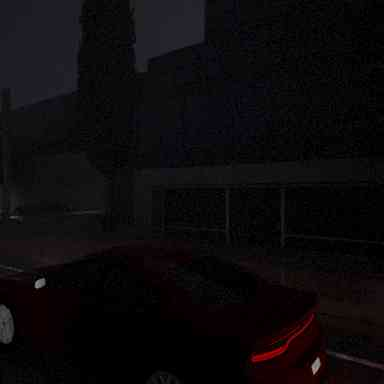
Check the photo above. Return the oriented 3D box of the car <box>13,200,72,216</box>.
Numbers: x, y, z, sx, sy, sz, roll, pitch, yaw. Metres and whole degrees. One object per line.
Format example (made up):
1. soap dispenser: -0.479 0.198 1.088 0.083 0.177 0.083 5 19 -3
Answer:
1. car: -14.686 1.547 32.988 2.033 1.411 5.357 0 0 36

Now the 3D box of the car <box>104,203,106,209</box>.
1. car: -8.693 1.490 41.353 2.128 1.511 4.902 0 0 36

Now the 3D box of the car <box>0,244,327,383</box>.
1. car: -0.846 1.478 4.589 5.008 1.535 1.882 0 0 35
